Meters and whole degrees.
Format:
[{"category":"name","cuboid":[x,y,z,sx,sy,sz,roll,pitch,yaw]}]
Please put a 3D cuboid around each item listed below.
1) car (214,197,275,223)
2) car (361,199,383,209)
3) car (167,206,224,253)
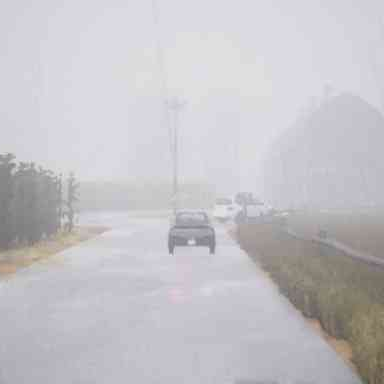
[{"category":"car","cuboid":[4.128,1.369,25.975,5.566,2.045,2.150,0,0,-38]},{"category":"car","cuboid":[21.690,1.543,37.805,4.553,1.767,2.097,0,0,-4]},{"category":"car","cuboid":[0.011,1.598,14.289,2.128,1.511,4.902,0,0,1]}]
